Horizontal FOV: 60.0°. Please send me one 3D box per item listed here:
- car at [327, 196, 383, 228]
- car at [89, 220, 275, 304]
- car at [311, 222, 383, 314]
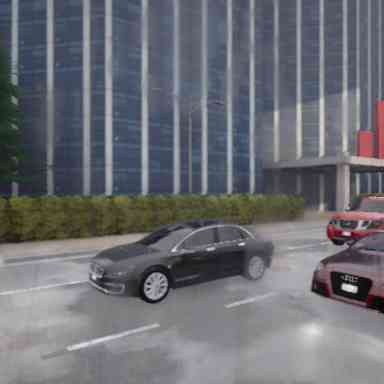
[{"bbox_3d":[8.066,1.195,14.018,5.566,2.045,2.150,0,0,-35],"label":"car"},{"bbox_3d":[-0.033,1.496,8.254,4.892,1.490,1.837,0,0,-35],"label":"car"},{"bbox_3d":[4.472,1.550,7.158,4.181,1.385,1.994,0,0,-35],"label":"car"}]
